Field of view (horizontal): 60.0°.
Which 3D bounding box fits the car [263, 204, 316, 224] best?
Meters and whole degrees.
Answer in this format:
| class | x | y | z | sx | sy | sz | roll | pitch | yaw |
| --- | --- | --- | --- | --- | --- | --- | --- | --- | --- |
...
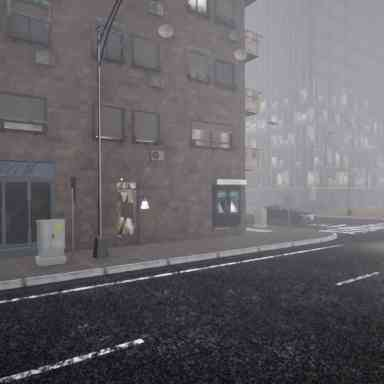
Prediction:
| class | x | y | z | sx | sy | sz | roll | pitch | yaw |
| --- | --- | --- | --- | --- | --- | --- | --- | --- | --- |
| car | 7.727 | 1.758 | 27.303 | 2.128 | 1.511 | 4.902 | -1 | -1 | -35 |
